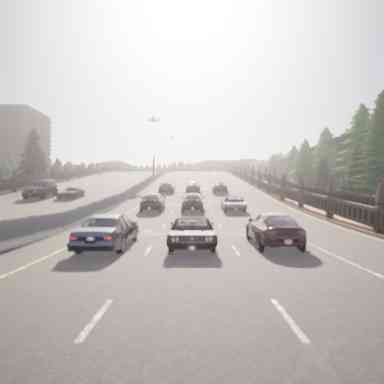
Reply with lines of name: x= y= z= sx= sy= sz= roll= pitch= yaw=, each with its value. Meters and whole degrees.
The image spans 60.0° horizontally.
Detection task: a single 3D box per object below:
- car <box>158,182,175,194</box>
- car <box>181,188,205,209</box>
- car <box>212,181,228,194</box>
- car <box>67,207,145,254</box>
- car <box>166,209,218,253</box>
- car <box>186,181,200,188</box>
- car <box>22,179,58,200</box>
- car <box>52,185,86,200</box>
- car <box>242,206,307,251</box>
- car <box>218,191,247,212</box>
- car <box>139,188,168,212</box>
car: x=-3.350 y=-0.635 z=44.000 sx=1.994 sy=1.385 sz=4.181 roll=0 pitch=7 yaw=0
car: x=0.068 y=0.857 z=29.170 sx=1.837 sy=1.490 sz=4.892 roll=0 pitch=5 yaw=1
car: x=3.650 y=-0.708 z=43.955 sx=2.128 sy=1.511 sz=4.902 roll=0 pitch=7 yaw=0
car: x=-3.495 y=1.617 z=13.962 sx=2.033 sy=1.411 sz=5.357 roll=0 pitch=1 yaw=0
car: x=0.006 y=1.669 z=14.080 sx=1.895 sy=1.301 sz=4.718 roll=0 pitch=1 yaw=0
car: x=0.150 y=-0.708 z=43.976 sx=2.128 sy=1.511 sz=4.902 roll=0 pitch=7 yaw=0
car: x=-17.388 y=-0.343 z=38.414 sx=2.150 sy=2.045 sz=5.566 roll=0 pitch=6 yaw=0
car: x=-13.890 y=0.069 z=38.267 sx=1.895 sy=1.301 sz=4.718 roll=0 pitch=6 yaw=1
car: x=3.510 y=1.588 z=14.362 sx=1.812 sy=1.442 sz=4.674 roll=0 pitch=1 yaw=0
car: x=3.565 y=0.963 z=28.993 sx=1.895 sy=1.301 sz=4.718 roll=0 pitch=5 yaw=0
car: x=-3.431 y=0.857 z=29.202 sx=1.837 sy=1.490 sz=4.892 roll=0 pitch=5 yaw=1
